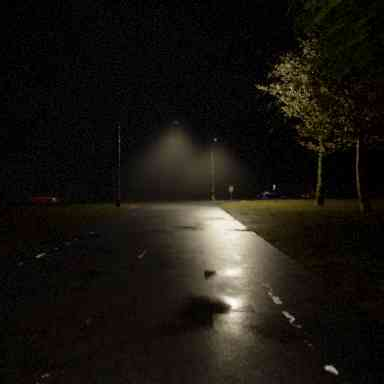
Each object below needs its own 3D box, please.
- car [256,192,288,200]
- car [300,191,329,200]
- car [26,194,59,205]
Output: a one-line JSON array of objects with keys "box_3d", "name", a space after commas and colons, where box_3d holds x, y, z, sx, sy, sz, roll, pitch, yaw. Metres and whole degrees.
[{"box_3d": [12.638, 0.625, 52.618, 4.718, 1.301, 1.895, -1, -2, -1], "name": "car"}, {"box_3d": [22.005, 0.594, 59.807, 5.008, 1.535, 1.882, -3, -2, -1], "name": "car"}, {"box_3d": [-23.438, 1.123, 52.321, 4.553, 1.767, 2.097, -1, -2, 0], "name": "car"}]
